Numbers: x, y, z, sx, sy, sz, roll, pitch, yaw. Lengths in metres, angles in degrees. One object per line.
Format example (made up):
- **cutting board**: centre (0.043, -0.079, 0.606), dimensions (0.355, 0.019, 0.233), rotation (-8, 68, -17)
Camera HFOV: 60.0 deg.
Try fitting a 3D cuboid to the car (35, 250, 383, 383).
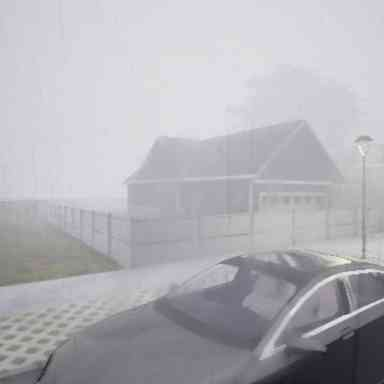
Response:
- **car**: centre (0.913, 1.497, 3.697), dimensions (4.902, 1.511, 2.128), rotation (0, 0, -35)
